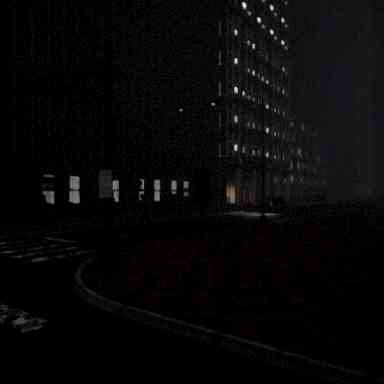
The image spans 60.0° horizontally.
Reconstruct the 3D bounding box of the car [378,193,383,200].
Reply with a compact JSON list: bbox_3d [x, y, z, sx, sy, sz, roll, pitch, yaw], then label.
[{"bbox_3d":[47.486,1.136,82.476,1.837,1.490,4.892,0,0,37],"label":"car"}]

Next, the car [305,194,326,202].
[{"bbox_3d":[17.745,0.899,47.574,1.882,1.535,5.008,0,0,37],"label":"car"}]

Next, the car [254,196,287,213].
[{"bbox_3d":[8.351,1.208,35.116,2.097,1.767,4.553,0,0,37],"label":"car"}]
